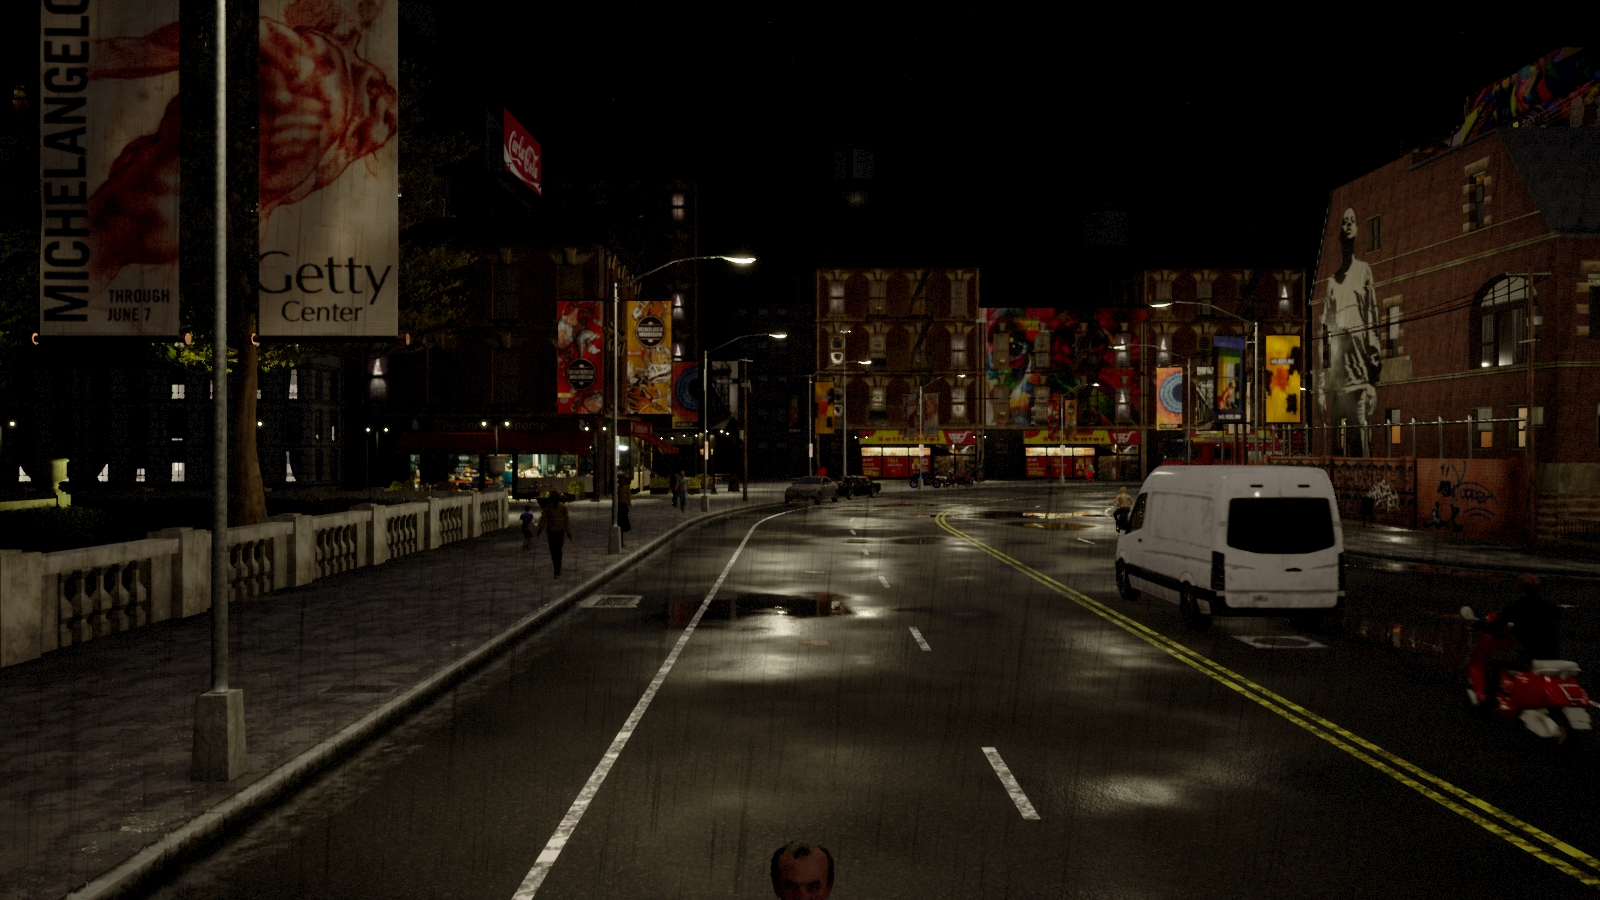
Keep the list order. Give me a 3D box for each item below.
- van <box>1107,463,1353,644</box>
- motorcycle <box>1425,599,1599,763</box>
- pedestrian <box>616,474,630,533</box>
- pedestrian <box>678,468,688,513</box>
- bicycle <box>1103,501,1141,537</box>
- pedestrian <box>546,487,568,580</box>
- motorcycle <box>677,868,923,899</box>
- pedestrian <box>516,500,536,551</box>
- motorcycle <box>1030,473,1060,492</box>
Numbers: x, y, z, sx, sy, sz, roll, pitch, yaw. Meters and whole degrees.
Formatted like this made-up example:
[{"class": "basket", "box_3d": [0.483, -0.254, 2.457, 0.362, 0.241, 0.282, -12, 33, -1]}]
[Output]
[{"class": "van", "box_3d": [7.040, 1.534, 19.561, 1.988, 2.561, 5.915, 0, 0, 0]}, {"class": "motorcycle", "box_3d": [7.010, 2.182, 11.125, 0.856, 1.236, 1.805, 0, 0, 0]}, {"class": "pedestrian", "box_3d": [-5.599, 1.696, 36.165, 0.375, 1.860, 0.375, 0, 0, 5]}, {"class": "pedestrian", "box_3d": [-4.875, 1.696, 47.685, 0.375, 1.860, 0.375, 0, 0, 0]}, {"class": "bicycle", "box_3d": [10.564, 2.256, 37.482, 0.859, 1.080, 1.487, 1, 0, 2]}, {"class": "pedestrian", "box_3d": [-4.939, 1.696, 23.227, 0.375, 1.860, 0.375, 0, 0, -1]}, {"class": "motorcycle", "box_3d": [-0.002, 2.182, 3.374, 0.856, 1.236, 1.805, 0, 0, 0]}, {"class": "pedestrian", "box_3d": [-7.168, 1.978, 29.917, 0.375, 1.300, 0.375, 0, 0, 14]}, {"class": "motorcycle", "box_3d": [16.439, 2.182, 76.741, 1.805, 1.236, 0.856, 0, 0, -3]}]
